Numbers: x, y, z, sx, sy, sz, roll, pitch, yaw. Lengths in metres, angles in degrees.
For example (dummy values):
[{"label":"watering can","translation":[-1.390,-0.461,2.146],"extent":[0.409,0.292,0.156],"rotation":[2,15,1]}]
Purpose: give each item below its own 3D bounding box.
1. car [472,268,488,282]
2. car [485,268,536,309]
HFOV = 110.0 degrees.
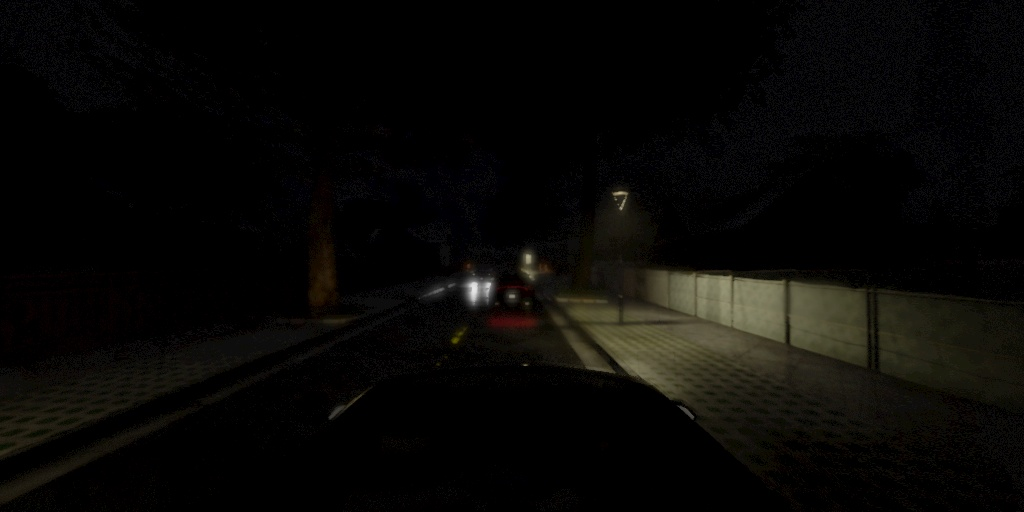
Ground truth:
[{"label":"car","translation":[-2.762,1.796,34.937],"extent":[1.895,1.301,4.718],"rotation":[0,-1,0]},{"label":"car","translation":[0.028,1.405,16.103],"extent":[1.882,1.535,5.008],"rotation":[0,0,1]}]
